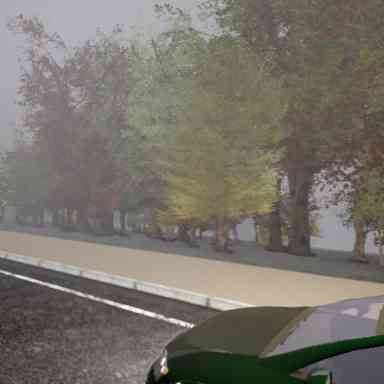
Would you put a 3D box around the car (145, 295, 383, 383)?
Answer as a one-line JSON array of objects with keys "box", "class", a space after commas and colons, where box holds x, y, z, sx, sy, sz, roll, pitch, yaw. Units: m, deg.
[{"box": [1.613, 1.564, 2.524, 4.181, 1.385, 1.994, 0, 0, 36], "class": "car"}]
